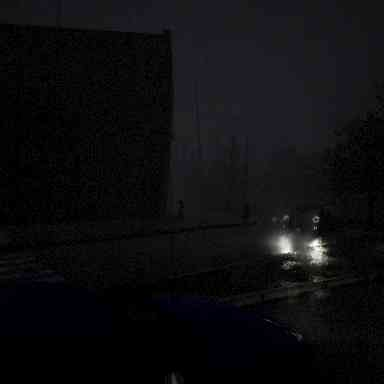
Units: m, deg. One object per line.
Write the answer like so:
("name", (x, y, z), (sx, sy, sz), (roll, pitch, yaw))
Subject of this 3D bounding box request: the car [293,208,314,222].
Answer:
("car", (12.370, 2.498, 37.103), (2.033, 1.411, 5.357), (2, -2, 17))

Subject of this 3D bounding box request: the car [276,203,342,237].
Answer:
("car", (6.859, 1.442, 18.823), (2.097, 1.767, 4.553), (1, -1, 39))

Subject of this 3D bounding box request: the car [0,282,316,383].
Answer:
("car", (-1.158, 1.478, 2.440), (5.008, 1.535, 1.882), (0, 0, -34))

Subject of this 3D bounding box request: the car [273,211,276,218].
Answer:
("car", (12.395, 2.725, 44.124), (1.812, 1.442, 4.674), (1, -3, 36))
